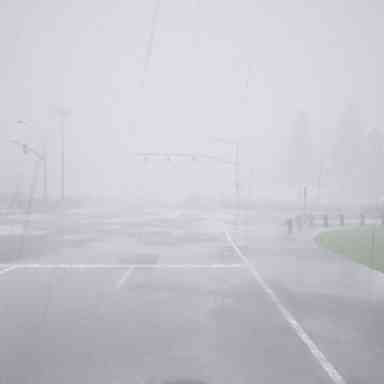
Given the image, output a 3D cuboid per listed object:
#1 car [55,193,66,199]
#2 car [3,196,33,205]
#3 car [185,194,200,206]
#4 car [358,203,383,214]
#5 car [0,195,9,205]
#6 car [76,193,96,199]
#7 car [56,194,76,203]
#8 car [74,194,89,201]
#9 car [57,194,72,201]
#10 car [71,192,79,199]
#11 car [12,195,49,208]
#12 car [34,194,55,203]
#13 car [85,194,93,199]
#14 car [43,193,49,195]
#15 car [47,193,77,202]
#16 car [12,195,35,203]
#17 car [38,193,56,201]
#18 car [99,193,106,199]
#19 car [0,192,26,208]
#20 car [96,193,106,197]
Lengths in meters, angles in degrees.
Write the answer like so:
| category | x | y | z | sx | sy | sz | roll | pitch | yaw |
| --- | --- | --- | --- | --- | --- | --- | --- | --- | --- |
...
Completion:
| category | x | y | z | sx | sy | sz | roll | pitch | yaw |
| --- | --- | --- | --- | --- | --- | --- | --- | --- | --- |
| car | -34.400 | 1.130 | 87.254 | 2.128 | 1.511 | 4.902 | 0 | 0 | -14 |
| car | -28.158 | 1.333 | 54.012 | 2.033 | 1.411 | 5.357 | 0 | 0 | 0 |
| car | 0.070 | 1.149 | 51.236 | 2.097 | 1.767 | 4.553 | 0 | 0 | -1 |
| car | 17.363 | 1.384 | 29.346 | 4.902 | 1.511 | 2.128 | 0 | 0 | 8 |
| car | -31.658 | 1.280 | 53.265 | 2.128 | 1.511 | 4.902 | 0 | 0 | 0 |
| car | -21.114 | 1.212 | 65.567 | 1.882 | 1.535 | 5.008 | 0 | 0 | 0 |
| car | -24.608 | 1.214 | 65.094 | 1.882 | 1.535 | 5.008 | 0 | 0 | 0 |
| car | -24.902 | 1.169 | 75.252 | 1.882 | 1.535 | 5.008 | 0 | 0 | -3 |
| car | -28.310 | 1.197 | 74.027 | 1.837 | 1.490 | 4.892 | 0 | 0 | -3 |
| car | -31.209 | 0.987 | 88.832 | 2.097 | 1.767 | 4.553 | 0 | 0 | -18 |
| car | -21.167 | 1.431 | 43.839 | 1.895 | 1.301 | 4.718 | 0 | 0 | 0 |
| car | -28.105 | 1.247 | 63.628 | 1.837 | 1.490 | 4.892 | 0 | 0 | 0 |
| car | -27.824 | 1.167 | 89.721 | 2.033 | 1.411 | 5.357 | 0 | 0 | -18 |
| car | -24.664 | 1.269 | 55.767 | 2.128 | 1.511 | 4.902 | 0 | 0 | 0 |
| car | -21.171 | 1.331 | 54.397 | 2.033 | 1.411 | 5.357 | 0 | 0 | 0 |
| car | -31.603 | 1.343 | 62.526 | 1.895 | 1.301 | 4.718 | 0 | 0 | 0 |
| car | -31.736 | 1.057 | 72.975 | 2.097 | 1.767 | 4.553 | 0 | 0 | -3 |
| car | -24.322 | 1.150 | 90.241 | 1.812 | 1.442 | 4.674 | 0 | 0 | -14 |
| car | -24.668 | 1.044 | 45.433 | 2.150 | 2.045 | 5.566 | 0 | 0 | 0 |
| car | -21.437 | 1.044 | 75.902 | 2.097 | 1.767 | 4.553 | 0 | 0 | -3 |
